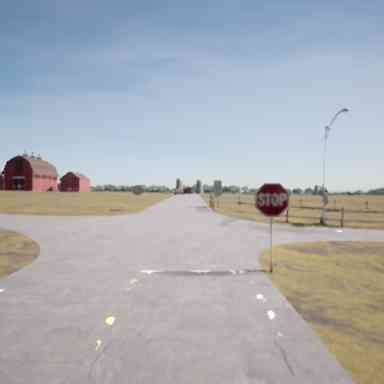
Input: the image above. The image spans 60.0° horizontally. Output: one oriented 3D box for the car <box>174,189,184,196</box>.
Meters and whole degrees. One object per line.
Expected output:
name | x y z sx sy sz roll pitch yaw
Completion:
car | -2.683 0.014 69.492 1.994 1.385 4.181 0 1 0
